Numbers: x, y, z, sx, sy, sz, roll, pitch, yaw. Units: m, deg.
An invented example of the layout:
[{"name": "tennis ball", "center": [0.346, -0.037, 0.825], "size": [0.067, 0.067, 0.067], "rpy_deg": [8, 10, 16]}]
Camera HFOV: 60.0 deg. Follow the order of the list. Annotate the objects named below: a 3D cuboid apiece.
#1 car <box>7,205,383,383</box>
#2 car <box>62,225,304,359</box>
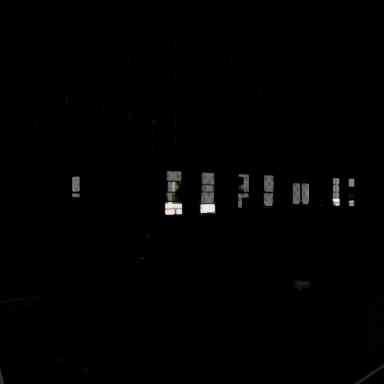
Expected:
[{"name": "car", "center": [0.944, 1.221, 4.051], "size": [5.566, 2.045, 2.150], "rpy_deg": [0, 0, -36]}, {"name": "car", "center": [-0.002, 1.551, 6.558], "size": [4.403, 1.369, 2.008], "rpy_deg": [0, 0, -35]}]
